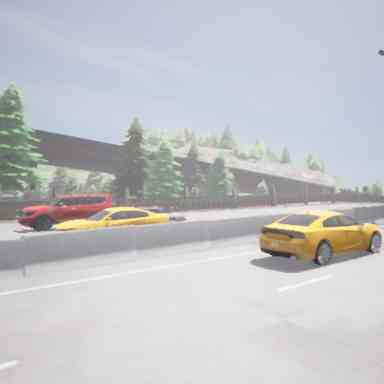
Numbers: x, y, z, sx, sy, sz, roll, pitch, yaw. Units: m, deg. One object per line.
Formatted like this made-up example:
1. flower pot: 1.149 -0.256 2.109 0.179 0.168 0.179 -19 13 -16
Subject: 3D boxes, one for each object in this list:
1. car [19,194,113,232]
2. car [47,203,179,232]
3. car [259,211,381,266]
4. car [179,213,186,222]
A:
1. car: -7.378 1.164 20.228 5.566 2.045 2.150 -1 1 -36
2. car: -3.324 1.422 14.521 5.008 1.535 1.882 -1 1 -36
3. car: 4.450 1.372 11.225 5.008 1.535 1.882 -1 1 -36
4. car: -2.774 1.508 19.213 4.718 1.301 1.895 -1 0 -36
